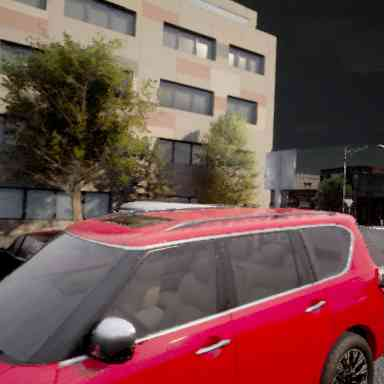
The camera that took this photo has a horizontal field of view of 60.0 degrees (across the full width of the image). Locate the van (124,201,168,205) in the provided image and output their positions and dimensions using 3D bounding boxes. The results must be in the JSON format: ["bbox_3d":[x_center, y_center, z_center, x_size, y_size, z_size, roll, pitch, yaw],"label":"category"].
[{"bbox_3d":[-0.603,1.270,8.680,1.878,1.987,4.442,0,0,-35],"label":"van"}]

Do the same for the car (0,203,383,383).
[{"bbox_3d":[-0.370,1.217,3.092,5.566,2.045,2.150,0,0,-35],"label":"car"}]
